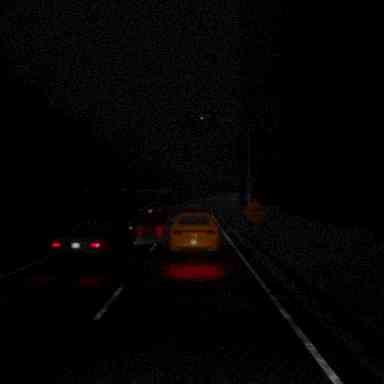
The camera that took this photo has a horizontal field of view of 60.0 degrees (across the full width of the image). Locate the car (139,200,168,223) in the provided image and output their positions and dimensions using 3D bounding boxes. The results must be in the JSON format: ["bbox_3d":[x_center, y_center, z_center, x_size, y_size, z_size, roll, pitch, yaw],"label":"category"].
[{"bbox_3d":[-3.227,1.578,28.265,2.097,1.767,4.553,0,-1,2],"label":"car"}]

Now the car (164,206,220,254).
[{"bbox_3d":[0.107,1.604,14.090,1.882,1.535,5.008,0,0,1],"label":"car"}]

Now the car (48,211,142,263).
[{"bbox_3d":[-3.426,1.661,12.403,2.033,1.411,5.357,0,0,1],"label":"car"}]

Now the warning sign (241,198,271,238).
[{"bbox_3d":[3.158,1.262,16.540,1.300,1.860,1.060,0,0,1],"label":"warning sign"}]

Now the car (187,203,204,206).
[{"bbox_3d":[0.299,1.709,29.026,1.882,1.535,5.008,0,0,2],"label":"car"}]
